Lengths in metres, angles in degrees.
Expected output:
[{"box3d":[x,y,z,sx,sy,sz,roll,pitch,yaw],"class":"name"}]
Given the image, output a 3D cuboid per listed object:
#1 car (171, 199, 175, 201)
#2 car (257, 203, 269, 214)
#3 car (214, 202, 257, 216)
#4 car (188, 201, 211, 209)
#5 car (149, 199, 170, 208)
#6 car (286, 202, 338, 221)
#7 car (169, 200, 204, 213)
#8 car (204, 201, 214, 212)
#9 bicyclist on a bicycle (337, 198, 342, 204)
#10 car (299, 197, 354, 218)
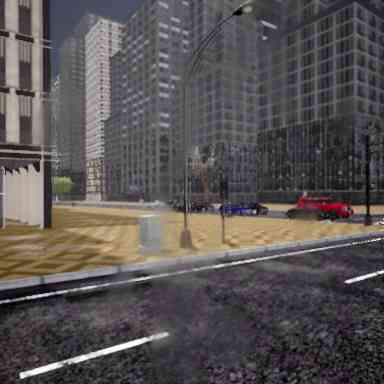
[{"box3d":[-1.427,2.353,59.939,1.994,1.385,4.181,-1,-1,-35],"class":"car"},{"box3d":[7.399,2.001,41.530,1.837,1.490,4.892,-1,-1,-35],"class":"car"},{"box3d":[5.044,2.038,39.227,1.812,1.442,4.674,-1,-1,-35],"class":"car"},{"box3d":[1.312,2.362,61.596,1.895,1.301,4.718,-1,-1,-35],"class":"car"},{"box3d":[-7.092,2.469,67.868,1.812,1.442,4.674,-1,-1,-35],"class":"car"},{"box3d":[10.843,1.918,31.007,1.994,1.385,4.181,-1,-1,-35],"class":"car"},{"box3d":[-0.868,2.275,47.622,1.895,1.301,4.718,-1,-1,-35],"class":"car"},{"box3d":[1.556,2.161,49.826,1.837,1.490,4.892,-1,-1,-35],"class":"car"},{"box3d":[19.235,1.635,43.570,1.656,1.620,0.582,-1,0,-35],"class":"bicyclist on a bicycle"},{"box3d":[13.177,1.560,33.332,2.150,2.045,5.566,-1,-1,-35],"class":"car"}]
